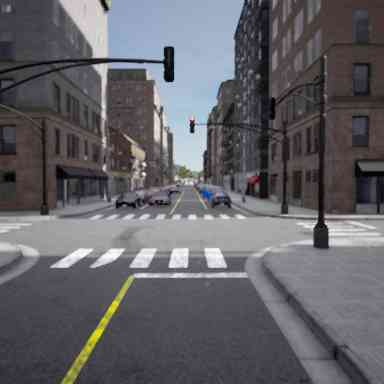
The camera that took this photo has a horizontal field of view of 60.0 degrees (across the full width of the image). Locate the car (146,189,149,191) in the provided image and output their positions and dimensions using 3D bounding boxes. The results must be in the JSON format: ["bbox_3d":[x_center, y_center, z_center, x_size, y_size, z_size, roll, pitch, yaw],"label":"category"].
[{"bbox_3d":[-5.582,0.523,35.177,1.802,1.307,4.206,0,2,0],"label":"car"}]

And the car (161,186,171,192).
[{"bbox_3d":[-5.803,-0.718,74.933,1.887,1.381,4.507,0,2,0],"label":"car"}]

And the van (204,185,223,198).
[{"bbox_3d":[2.443,0.283,35.214,1.690,1.788,3.998,0,2,0],"label":"van"}]

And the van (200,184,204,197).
[{"bbox_3d":[2.380,-0.059,46.574,1.690,1.788,3.998,0,2,0],"label":"van"}]

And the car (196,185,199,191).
[{"bbox_3d":[2.286,-0.335,63.620,1.802,1.307,4.206,0,2,0],"label":"car"}]

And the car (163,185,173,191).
[{"bbox_3d":[-5.834,-0.885,80.613,2.008,1.369,4.403,0,2,0],"label":"car"}]

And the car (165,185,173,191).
[{"bbox_3d":[-5.866,-1.063,86.293,1.887,1.381,4.507,0,2,0],"label":"car"}]

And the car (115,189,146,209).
[{"bbox_3d":[-5.550,0.677,29.497,1.947,1.339,4.313,0,2,0],"label":"car"}]

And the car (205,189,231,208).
[{"bbox_3d":[2.475,0.664,29.541,2.008,1.369,4.403,0,2,0],"label":"car"}]

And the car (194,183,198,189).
[{"bbox_3d":[2.159,-1.062,86.337,1.887,1.381,4.507,0,2,0],"label":"car"}]

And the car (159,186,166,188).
[{"bbox_3d":[-5.676,-0.023,52.215,2.008,1.369,4.403,0,2,0],"label":"car"}]

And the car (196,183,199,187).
[{"bbox_3d":[2.253,-0.569,69.468,1.752,1.417,4.829,0,2,0],"label":"car"}]

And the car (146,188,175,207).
[{"bbox_3d":[-2.922,0.657,31.342,1.994,1.385,4.181,0,2,0],"label":"car"}]

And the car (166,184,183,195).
[{"bbox_3d":[-3.088,-0.306,61.196,2.033,1.411,5.357,0,2,0],"label":"car"}]
